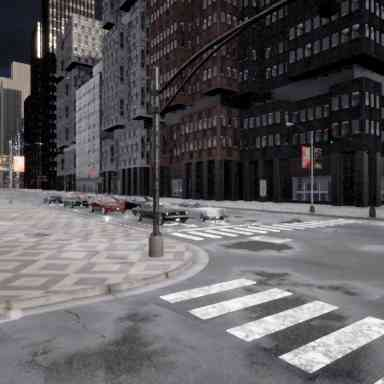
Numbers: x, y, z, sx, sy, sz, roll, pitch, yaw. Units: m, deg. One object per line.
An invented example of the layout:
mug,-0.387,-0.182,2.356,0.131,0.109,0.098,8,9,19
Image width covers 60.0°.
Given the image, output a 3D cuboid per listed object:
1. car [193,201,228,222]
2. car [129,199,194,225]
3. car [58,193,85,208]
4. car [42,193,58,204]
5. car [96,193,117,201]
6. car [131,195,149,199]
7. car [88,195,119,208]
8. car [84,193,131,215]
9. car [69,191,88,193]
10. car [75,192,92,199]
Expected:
car,0.441,1.350,24.089,1.895,1.301,4.718,0,1,-36
car,-2.156,1.355,22.133,1.895,1.301,4.718,0,1,-36
car,-13.114,1.088,37.377,1.895,1.301,4.718,0,1,-36
car,-19.336,0.876,46.087,2.033,1.411,5.357,0,1,-35
car,-14.641,0.828,56.527,1.895,1.301,4.718,0,1,-36
car,-5.043,1.094,31.714,1.882,1.535,5.008,0,1,-36
car,-10.533,1.082,39.352,1.895,1.301,4.718,0,1,-36
car,-7.638,1.100,29.753,1.882,1.535,5.008,0,1,-36
car,-16.491,0.681,47.691,2.097,1.767,4.553,0,1,-36
car,-21.820,0.636,66.506,1.895,1.301,4.718,0,1,-36
